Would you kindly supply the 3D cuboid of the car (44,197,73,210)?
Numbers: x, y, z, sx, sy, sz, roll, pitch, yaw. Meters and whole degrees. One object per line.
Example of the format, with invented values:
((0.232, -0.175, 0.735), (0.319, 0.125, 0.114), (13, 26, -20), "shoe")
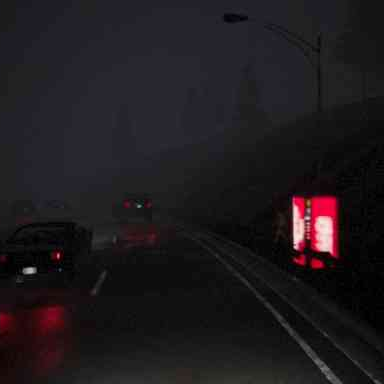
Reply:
((-15.825, 1.417, 38.833), (1.895, 1.301, 4.718), (-1, 1, -36), "car")

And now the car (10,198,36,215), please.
((-16.422, 1.363, 32.301), (2.128, 1.511, 4.902), (0, 0, -31), "car")

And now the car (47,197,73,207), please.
((-19.300, 1.367, 48.515), (1.895, 1.301, 4.718), (-1, 1, -44), "car")

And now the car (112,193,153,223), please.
((-4.504, 1.060, 24.684), (2.150, 2.045, 5.566), (0, 0, -21), "car")

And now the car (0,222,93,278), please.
((-4.203, 1.553, 10.062), (1.895, 1.301, 4.718), (0, 0, -10), "car")

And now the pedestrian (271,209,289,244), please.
((2.712, 0.976, 10.095), (0.500, 1.100, 0.500), (0, 0, -8), "pedestrian")

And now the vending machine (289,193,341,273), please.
((3.448, 1.095, 9.386), (1.100, 2.100, 0.880), (0, 0, -8), "vending machine")
